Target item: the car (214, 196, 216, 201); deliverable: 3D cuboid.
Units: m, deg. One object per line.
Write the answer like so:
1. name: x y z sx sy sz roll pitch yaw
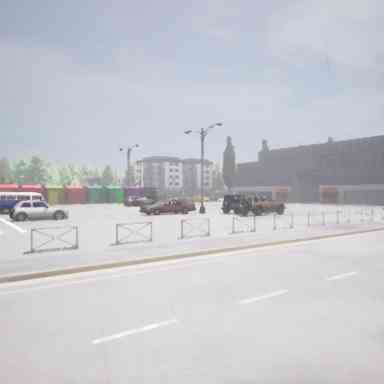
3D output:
1. car: 4.144 1.467 77.587 1.994 1.385 4.181 0 0 -34

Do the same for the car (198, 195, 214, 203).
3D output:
1. car: 1.690 1.510 68.675 1.882 1.535 5.008 0 0 -34

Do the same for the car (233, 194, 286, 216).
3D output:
1. car: 6.282 1.151 29.905 4.605 1.855 1.932 0 0 -35

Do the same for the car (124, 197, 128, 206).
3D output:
1. car: -8.379 1.393 50.663 3.806 1.475 1.970 0 0 -35

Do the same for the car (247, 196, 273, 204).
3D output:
1. car: 13.072 1.494 64.265 2.128 1.511 4.902 0 0 -34

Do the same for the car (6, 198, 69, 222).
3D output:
1. car: -11.165 1.393 24.415 3.806 1.475 1.970 0 0 -35

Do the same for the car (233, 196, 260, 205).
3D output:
1. car: 10.165 1.494 62.316 2.128 1.511 4.902 0 0 -34

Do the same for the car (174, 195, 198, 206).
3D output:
1. car: -1.217 1.598 66.726 1.994 1.385 4.181 0 0 -34

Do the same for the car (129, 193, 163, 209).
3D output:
1. car: -6.715 1.154 48.294 3.866 1.878 1.905 0 0 -35

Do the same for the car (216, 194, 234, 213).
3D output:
1. car: 4.654 1.154 32.299 3.866 1.878 1.905 0 0 -35

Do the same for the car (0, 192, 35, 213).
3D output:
1. car: -21.002 1.150 38.154 4.605 1.855 1.932 0 0 -35

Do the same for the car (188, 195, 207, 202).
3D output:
1. car: 1.238 1.415 75.637 1.837 1.490 4.892 0 0 -34

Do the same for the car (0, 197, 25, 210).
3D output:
1. car: -22.624 1.361 40.555 3.905 1.438 1.784 0 0 -35
